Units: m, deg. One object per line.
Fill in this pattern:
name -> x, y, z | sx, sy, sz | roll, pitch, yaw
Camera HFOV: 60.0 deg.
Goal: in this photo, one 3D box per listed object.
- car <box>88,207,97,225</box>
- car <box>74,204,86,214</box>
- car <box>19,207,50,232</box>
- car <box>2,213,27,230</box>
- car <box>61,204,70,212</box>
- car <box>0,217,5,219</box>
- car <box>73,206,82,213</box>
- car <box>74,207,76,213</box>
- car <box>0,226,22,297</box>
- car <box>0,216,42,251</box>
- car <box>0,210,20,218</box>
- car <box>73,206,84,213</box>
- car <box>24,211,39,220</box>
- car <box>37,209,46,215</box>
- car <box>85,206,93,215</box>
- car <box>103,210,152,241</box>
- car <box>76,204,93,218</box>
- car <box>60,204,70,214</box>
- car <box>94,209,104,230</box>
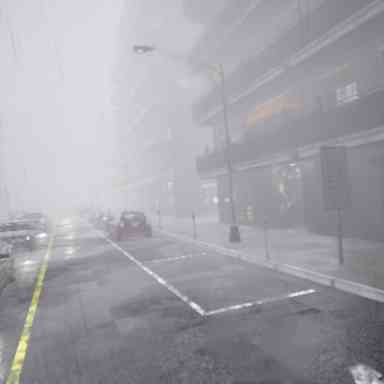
car -> -7.722, 2.293, 29.550 | 2.008, 1.369, 4.403 | -3, -1, -21
car -> -23.965, 3.591, 71.006 | 2.192, 1.841, 5.009 | -3, -1, -21
car -> -13.474, 2.503, 28.437 | 2.097, 1.767, 4.553 | -4, 0, -19
car -> -19.512, 3.187, 36.721 | 1.752, 1.417, 4.829 | -3, -1, -21
car -> -33.749, 4.258, 88.564 | 2.150, 2.045, 5.566 | -4, -1, -21
car -> -13.486, 2.640, 21.334 | 1.887, 1.381, 4.507 | -3, -1, -21
car -> -28.007, 4.227, 81.367 | 1.947, 1.339, 4.313 | -3, -1, -21
car -> -19.893, 3.442, 60.640 | 2.008, 1.369, 4.403 | -3, -1, -21
car -> -5.551, 1.913, 8.117 | 1.837, 1.490, 4.892 | -4, 0, -21
car -> -9.161, 2.273, 17.348 | 1.812, 1.442, 4.674 | -4, 0, -21
car -> -15.529, 2.601, 26.519 | 2.192, 1.841, 5.009 | -3, -1, -21
car -> -25.979, 4.019, 76.185 | 2.008, 1.369, 4.403 | -3, -1, -21
car -> -27.685, 4.001, 57.606 | 1.947, 1.339, 4.313 | -3, -1, -21
car -> -37.827, 4.980, 83.513 | 1.802, 1.307, 4.206 | -3, -1, -21
car -> -9.814, 2.464, 34.890 | 1.752, 1.417, 4.829 | -3, -1, -21
car -> -3.671, 1.802, 19.188 | 1.967, 1.590, 4.097 | -3, -1, -21
car -> -15.851, 2.823, 50.280 | 2.192, 1.841, 5.009 | -3, -1, -21
car -> -30.031, 4.309, 79.141 | 2.128, 1.511, 4.902 | -4, -1, -21
car -> -5.694, 2.102, 24.369 | 2.008, 1.369, 4.403 | -3, -1, -21
